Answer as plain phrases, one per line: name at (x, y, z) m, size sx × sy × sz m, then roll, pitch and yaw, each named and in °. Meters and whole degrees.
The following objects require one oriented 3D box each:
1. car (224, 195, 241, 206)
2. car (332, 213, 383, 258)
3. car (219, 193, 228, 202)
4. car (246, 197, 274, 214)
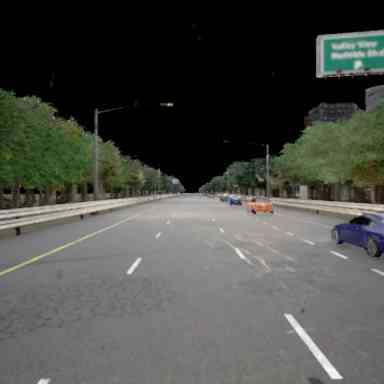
car at (7.007, 1.491, 55.263) m, size 1.882 × 1.535 × 5.008 m, roll 0°, pitch 0°, yaw 0°
car at (7.000, 1.532, 12.586) m, size 1.812 × 1.442 × 4.674 m, roll 0°, pitch 0°, yaw 0°
car at (7.016, 1.505, 73.217) m, size 1.837 × 1.490 × 4.892 m, roll 0°, pitch 0°, yaw 0°
car at (7.005, 1.348, 34.664) m, size 2.097 × 1.767 × 4.553 m, roll 0°, pitch 0°, yaw 0°
